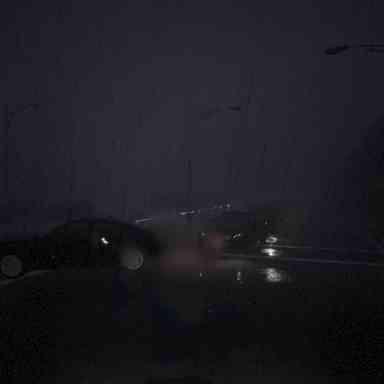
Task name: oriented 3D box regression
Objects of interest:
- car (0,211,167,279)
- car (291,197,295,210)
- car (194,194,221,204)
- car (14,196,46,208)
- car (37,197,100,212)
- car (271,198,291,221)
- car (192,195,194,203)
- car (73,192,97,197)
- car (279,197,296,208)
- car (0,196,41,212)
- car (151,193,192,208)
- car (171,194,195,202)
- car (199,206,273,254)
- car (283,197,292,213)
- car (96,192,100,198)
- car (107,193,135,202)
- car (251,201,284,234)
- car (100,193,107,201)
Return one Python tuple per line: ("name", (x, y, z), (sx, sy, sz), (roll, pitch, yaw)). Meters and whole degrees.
("car", (-3.257, 1.476, 9.828), (5.008, 1.535, 1.882), (0, 0, -15))
("car", (9.924, 1.545, 36.465), (1.994, 1.385, 4.181), (0, 0, 19))
("car", (1.869, 1.128, 56.723), (5.027, 1.636, 2.152), (0, 0, 19))
("car", (-21.533, 1.274, 44.304), (3.633, 1.501, 1.845), (0, 0, 19))
("car", (-8.942, 1.356, 24.187), (3.633, 1.501, 1.845), (0, 0, 19))
("car", (5.967, 1.476, 24.877), (2.128, 1.511, 4.902), (0, 0, 19))
("car", (-2.262, 1.054, 44.614), (3.866, 1.878, 1.905), (0, 0, 19))
("car", (-18.265, 1.250, 53.748), (4.514, 1.523, 2.007), (0, 0, 19))
("car", (13.716, 1.470, 47.584), (2.128, 1.511, 4.902), (0, 0, 19))
("car", (-15.003, 1.356, 29.404), (3.806, 1.475, 1.970), (0, 0, 19))
("car", (-2.810, 1.076, 41.731), (4.605, 1.855, 1.932), (0, 0, 19))
("car", (-1.853, 1.260, 68.644), (4.514, 1.523, 2.007), (0, 0, 19))
("car", (1.871, 1.515, 13.836), (1.812, 1.442, 4.674), (0, 0, 25))
("car", (7.864, 1.488, 30.434), (1.837, 1.490, 4.892), (0, 0, 19))
("car", (-21.607, 1.300, 68.010), (3.806, 1.475, 1.970), (0, 0, 19))
("car", (-13.569, 1.048, 65.307), (4.605, 1.855, 1.932), (0, 0, 19))
("car", (4.036, 1.491, 19.237), (1.837, 1.490, 4.892), (0, 0, 19))
("car", (-19.954, 1.016, 70.958), (3.866, 1.878, 1.905), (0, 0, 19))
